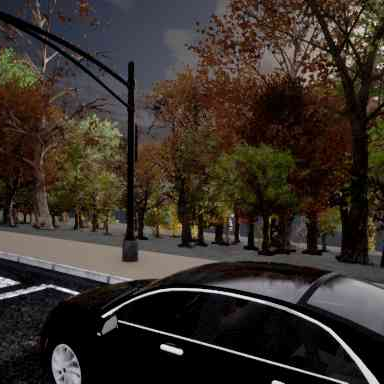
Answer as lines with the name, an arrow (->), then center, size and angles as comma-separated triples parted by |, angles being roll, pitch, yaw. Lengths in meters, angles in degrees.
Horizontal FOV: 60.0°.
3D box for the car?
car -> 0.376, 1.505, 3.406 | 4.892, 1.490, 1.837 | 0, 0, 36
